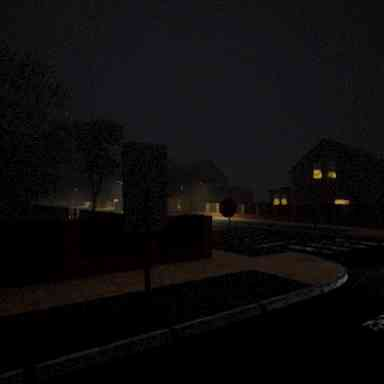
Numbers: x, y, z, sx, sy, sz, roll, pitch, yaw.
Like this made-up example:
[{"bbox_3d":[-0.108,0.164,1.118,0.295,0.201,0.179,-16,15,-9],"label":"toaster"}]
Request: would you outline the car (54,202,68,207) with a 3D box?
[{"bbox_3d":[-33.918,3.372,86.987,1.895,1.301,4.718,-1,-1,-31],"label":"car"}]
